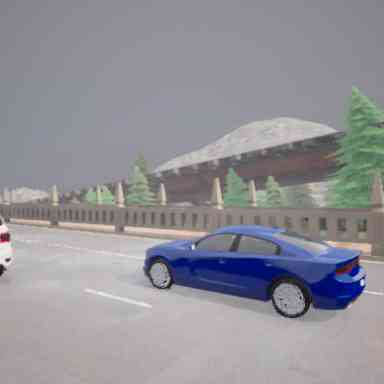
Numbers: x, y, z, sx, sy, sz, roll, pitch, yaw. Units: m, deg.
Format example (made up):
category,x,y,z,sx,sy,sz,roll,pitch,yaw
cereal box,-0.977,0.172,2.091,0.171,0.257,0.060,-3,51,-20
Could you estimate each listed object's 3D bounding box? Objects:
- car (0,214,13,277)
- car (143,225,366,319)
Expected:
category,x,y,z,sx,sy,sz,roll,pitch,yaw
car,-7.107,1.294,9.062,5.566,2.045,2.150,0,0,36
car,1.095,1.500,7.511,5.008,1.535,1.882,0,0,36
